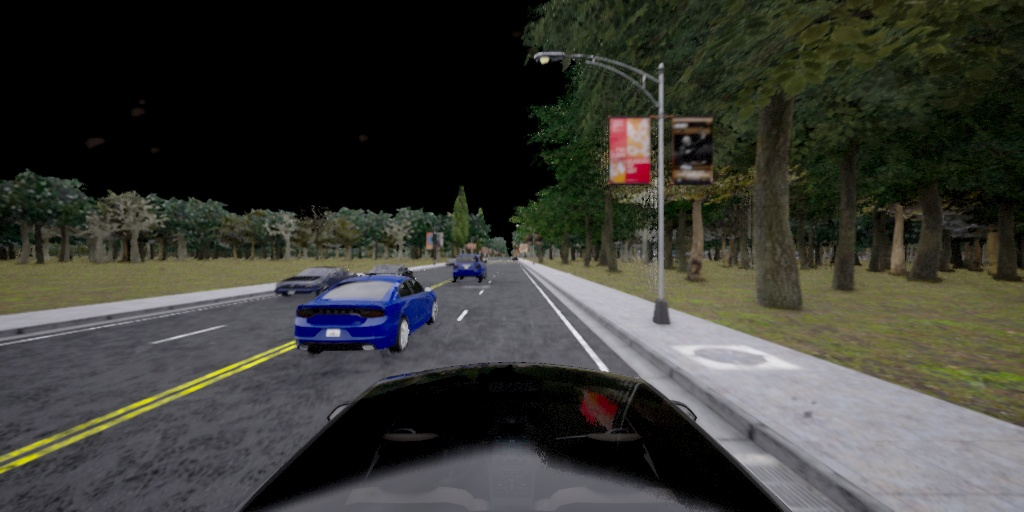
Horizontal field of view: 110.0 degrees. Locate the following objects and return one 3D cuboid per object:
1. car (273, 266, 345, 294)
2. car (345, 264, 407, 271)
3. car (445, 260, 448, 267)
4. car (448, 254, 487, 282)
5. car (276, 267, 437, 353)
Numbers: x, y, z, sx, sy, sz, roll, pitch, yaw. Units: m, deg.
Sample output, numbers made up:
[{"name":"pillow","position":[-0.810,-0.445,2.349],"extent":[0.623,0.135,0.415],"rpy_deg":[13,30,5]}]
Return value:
[{"name":"car","position":[-9.861,1.241,18.677],"extent":[2.033,1.411,5.357],"rpy_deg":[0,0,0]},{"name":"car","position":[-6.609,1.184,19.147],"extent":[2.128,1.511,4.902],"rpy_deg":[0,0,0]},{"name":"car","position":[-9.825,1.087,59.811],"extent":[1.837,1.490,4.892],"rpy_deg":[0,0,0]},{"name":"car","position":[-3.165,0.890,27.552],"extent":[2.150,2.045,5.566],"rpy_deg":[0,0,0]},{"name":"car","position":[-3.158,1.204,8.812],"extent":[1.882,1.535,5.008],"rpy_deg":[0,0,0]}]
